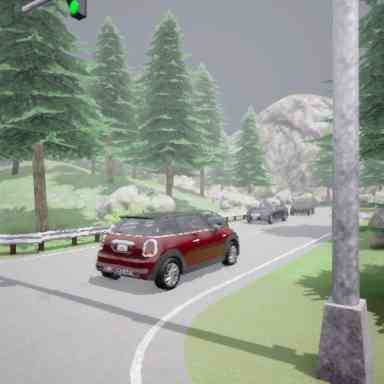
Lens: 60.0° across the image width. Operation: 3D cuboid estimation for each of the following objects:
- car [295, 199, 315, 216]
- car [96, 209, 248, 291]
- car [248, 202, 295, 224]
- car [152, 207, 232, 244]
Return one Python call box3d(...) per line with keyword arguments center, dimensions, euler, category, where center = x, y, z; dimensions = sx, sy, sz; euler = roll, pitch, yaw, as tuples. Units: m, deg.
box3d(center=(11.233, 1.519, 33.604), dimensions=(1.837, 1.490, 4.892), euler=(0, 0, 27), category="car")
box3d(center=(-0.423, 1.310, 9.498), dimensions=(2.097, 1.767, 4.553), euler=(0, 0, 34), category="car")
box3d(center=(5.721, 1.505, 25.000), dimensions=(2.128, 1.511, 4.902), euler=(0, 0, 34), category="car")
box3d(center=(0.144, 1.578, 16.766), dimensions=(1.994, 1.385, 4.181), euler=(0, 0, 34), category="car")
